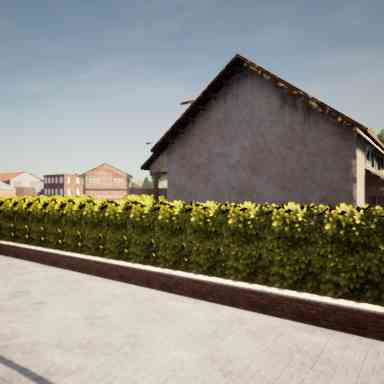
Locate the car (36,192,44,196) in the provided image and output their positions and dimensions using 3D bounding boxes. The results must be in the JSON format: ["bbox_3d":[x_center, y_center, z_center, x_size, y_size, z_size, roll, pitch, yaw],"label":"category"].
[{"bbox_3d":[-31.318,0.960,68.407,3.866,1.878,1.905,0,0,35],"label":"car"}]
